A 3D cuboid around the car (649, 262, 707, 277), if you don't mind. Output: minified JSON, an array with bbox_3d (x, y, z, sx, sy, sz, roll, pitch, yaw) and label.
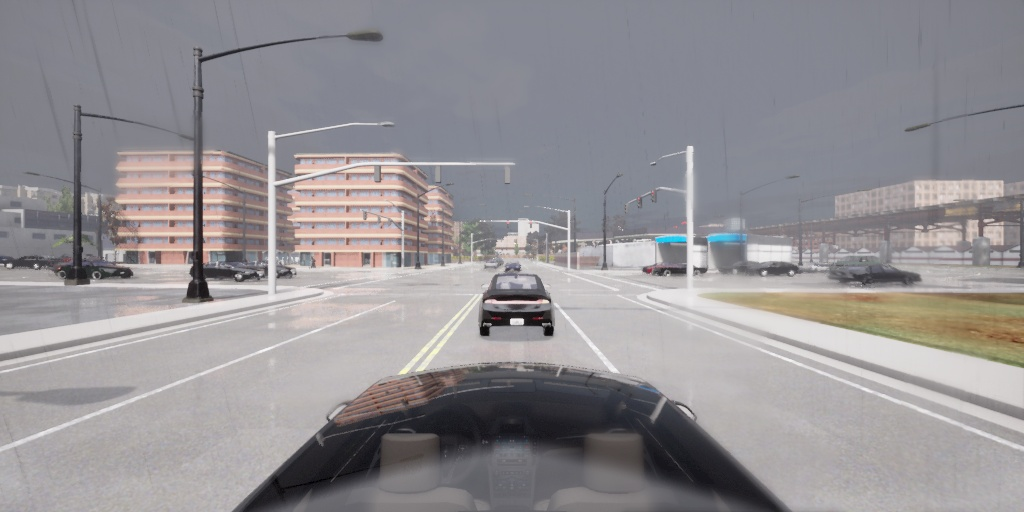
[{"bbox_3d":[16.626,1.364,35.669,4.718,1.301,1.895,0,0,0],"label":"car"}]

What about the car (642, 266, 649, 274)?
[{"bbox_3d":[16.465,1.329,39.197,4.181,1.385,1.994,0,0,1],"label":"car"}]

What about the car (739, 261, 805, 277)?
[{"bbox_3d":[25.905,1.269,35.824,4.892,1.490,1.837,0,0,-5],"label":"car"}]

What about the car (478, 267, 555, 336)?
[{"bbox_3d":[0.119,1.245,10.356,2.128,1.511,4.902,0,0,0],"label":"car"}]

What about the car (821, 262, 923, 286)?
[{"bbox_3d":[25.180,1.307,24.994,5.357,1.411,2.033,0,0,-3],"label":"car"}]

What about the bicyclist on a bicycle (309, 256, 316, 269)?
[{"bbox_3d":[-25.939,0.861,46.635,0.582,1.620,1.656,1,0,1],"label":"bicyclist on a bicycle"}]

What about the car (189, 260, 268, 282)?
[{"bbox_3d":[-20.956,1.119,26.516,4.902,1.511,2.128,1,0,1],"label":"car"}]

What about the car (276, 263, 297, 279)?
[{"bbox_3d":[-20.668,1.119,30.007,4.902,1.511,2.128,1,0,1],"label":"car"}]

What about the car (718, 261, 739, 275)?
[{"bbox_3d":[25.209,1.270,39.276,4.892,1.490,1.837,0,0,-5],"label":"car"}]

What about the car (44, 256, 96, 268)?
[{"bbox_3d":[-35.478,0.948,30.376,5.357,1.411,2.033,1,0,1],"label":"car"}]

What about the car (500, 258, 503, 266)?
[{"bbox_3d":[-3.256,1.267,65.178,2.128,1.511,4.902,0,0,1],"label":"car"}]

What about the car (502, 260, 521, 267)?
[{"bbox_3d":[0.161,1.357,45.886,1.895,1.301,4.718,0,0,3],"label":"car"}]

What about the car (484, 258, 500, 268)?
[{"bbox_3d":[-3.335,1.372,55.923,1.895,1.301,4.718,0,0,0],"label":"car"}]

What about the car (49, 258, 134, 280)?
[{"bbox_3d":[-31.034,1.043,26.766,4.181,1.385,1.994,1,0,1],"label":"car"}]

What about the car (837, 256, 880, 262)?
[{"bbox_3d":[36.319,0.986,37.881,5.566,2.045,2.150,0,0,-19],"label":"car"}]

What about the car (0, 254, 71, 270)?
[{"bbox_3d":[-50.387,0.642,37.894,4.892,1.490,1.837,1,0,2],"label":"car"}]

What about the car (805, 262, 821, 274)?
[{"bbox_3d":[34.874,1.367,41.051,4.718,1.301,1.895,0,0,-19],"label":"car"}]
